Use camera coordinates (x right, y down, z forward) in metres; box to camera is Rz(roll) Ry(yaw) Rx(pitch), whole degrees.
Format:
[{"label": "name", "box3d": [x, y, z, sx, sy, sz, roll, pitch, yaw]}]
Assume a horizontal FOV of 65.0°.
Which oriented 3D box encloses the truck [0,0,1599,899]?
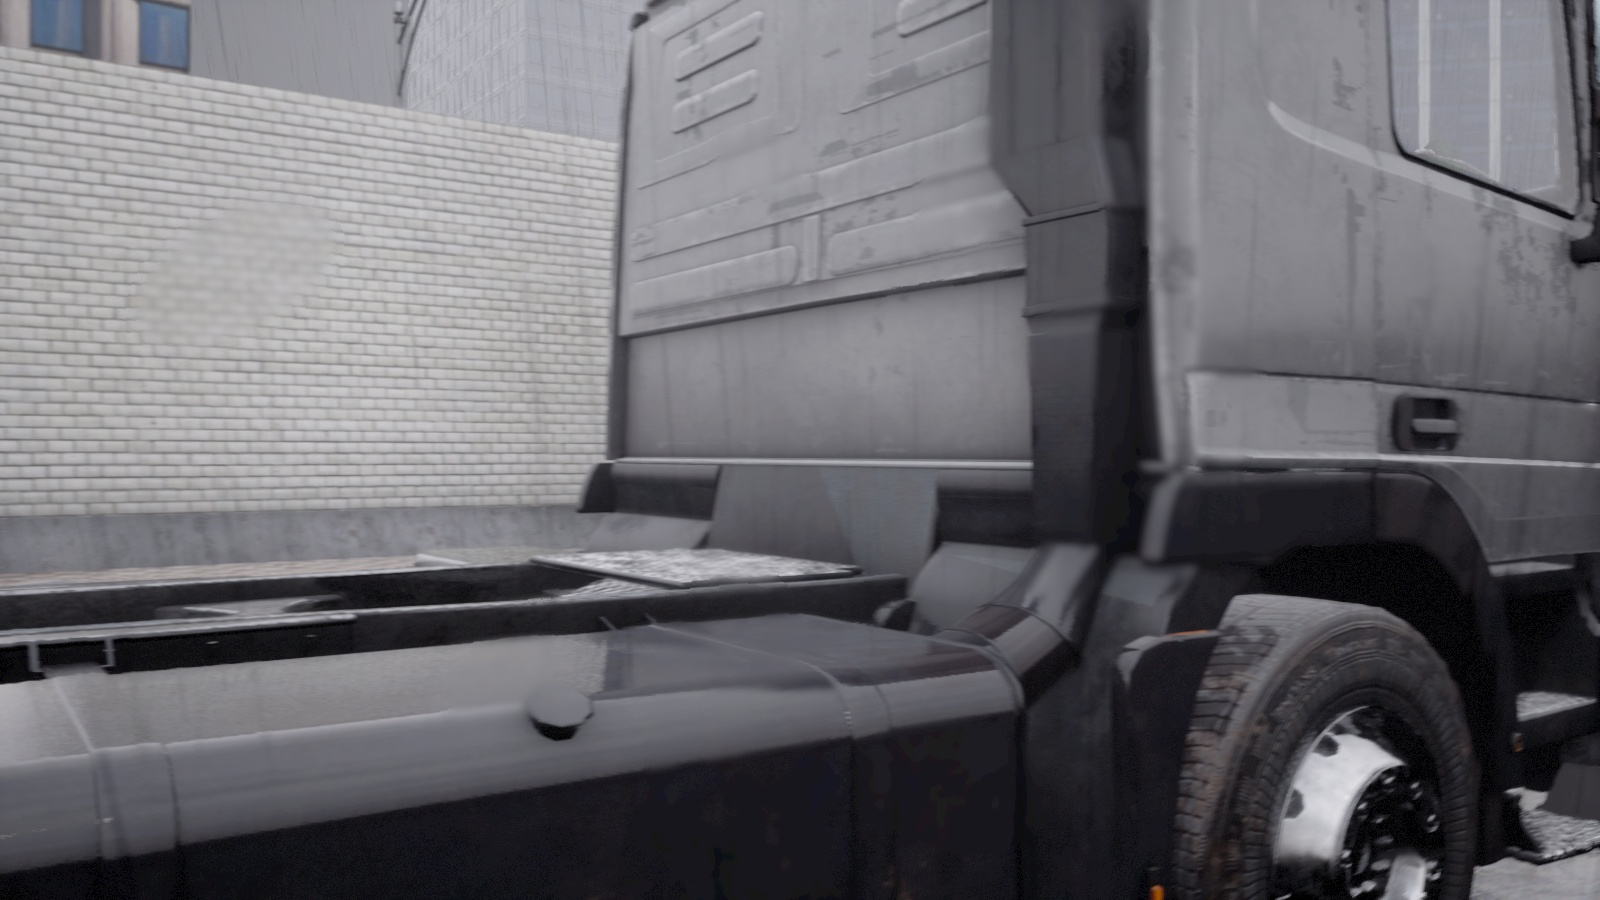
[{"label": "truck", "box3d": [-1.459, -0.227, 2.646, 7.936, 3.462, 2.891, 0, 0, -35]}]
